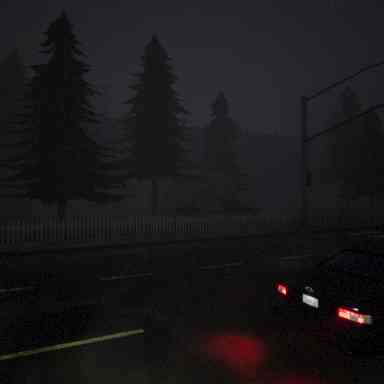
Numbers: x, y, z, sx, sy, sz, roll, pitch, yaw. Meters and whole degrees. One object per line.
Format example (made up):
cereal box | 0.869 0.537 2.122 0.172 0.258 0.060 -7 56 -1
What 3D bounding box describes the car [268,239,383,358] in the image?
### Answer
car | 3.891 1.547 5.698 5.357 1.411 2.033 0 0 -26
